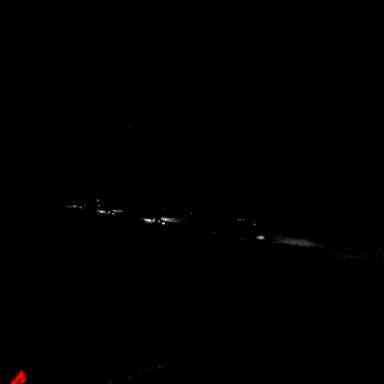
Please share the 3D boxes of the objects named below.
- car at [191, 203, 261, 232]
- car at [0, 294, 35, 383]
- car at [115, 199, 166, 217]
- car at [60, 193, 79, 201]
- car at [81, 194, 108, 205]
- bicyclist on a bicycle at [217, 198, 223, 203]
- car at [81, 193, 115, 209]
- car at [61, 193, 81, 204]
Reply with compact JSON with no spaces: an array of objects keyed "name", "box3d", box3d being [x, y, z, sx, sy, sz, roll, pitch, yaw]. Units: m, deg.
[{"name":"car","box3d":[1.852,1.390,19.271,2.128,1.511,4.902,1,0,-35]},{"name":"car","box3d":[-3.368,1.195,0.772,5.566,2.045,2.150,1,0,-37]},{"name":"car","box3d":[-4.209,1.272,27.931,2.033,1.411,5.357,1,0,-35]},{"name":"car","box3d":[-21.230,0.837,57.469,1.895,1.301,4.718,1,0,-35]},{"name":"car","box3d":[-13.838,0.991,46.872,2.033,1.411,5.357,1,0,-35]},{"name":"bicyclist on a bicycle","box3d":[2.404,1.334,28.902,1.656,1.620,0.582,0,1,-35]},{"name":"car","box3d":[-10.010,0.912,36.255,2.097,1.767,4.553,1,0,-35]},{"name":"car","box3d":[-15.945,0.898,44.810,1.837,1.490,4.892,1,0,-34]}]
